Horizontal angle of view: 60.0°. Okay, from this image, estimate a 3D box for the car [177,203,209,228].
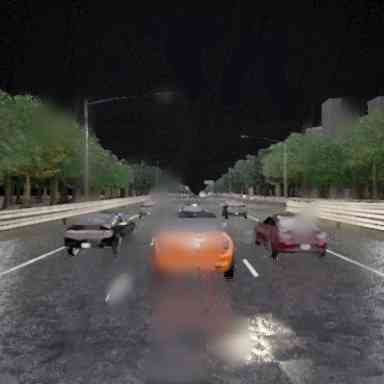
[{"bbox_3d":[0.062,1.575,24.001,2.033,1.411,5.357,0,0,0],"label":"car"}]

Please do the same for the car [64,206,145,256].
[{"bbox_3d":[-3.419,1.517,13.186,2.128,1.511,4.902,0,0,0],"label":"car"}]

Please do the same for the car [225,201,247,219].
[{"bbox_3d":[3.586,1.507,28.939,2.128,1.511,4.902,0,0,0],"label":"car"}]

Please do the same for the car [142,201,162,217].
[{"bbox_3d":[-3.414,1.507,28.979,2.128,1.511,4.902,0,0,0],"label":"car"}]

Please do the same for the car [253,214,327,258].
[{"bbox_3d":[3.583,1.551,12.720,1.812,1.442,4.674,0,0,1],"label":"car"}]

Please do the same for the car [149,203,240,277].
[{"bbox_3d":[0.067,1.373,10.425,2.097,1.767,4.553,0,0,0],"label":"car"}]
